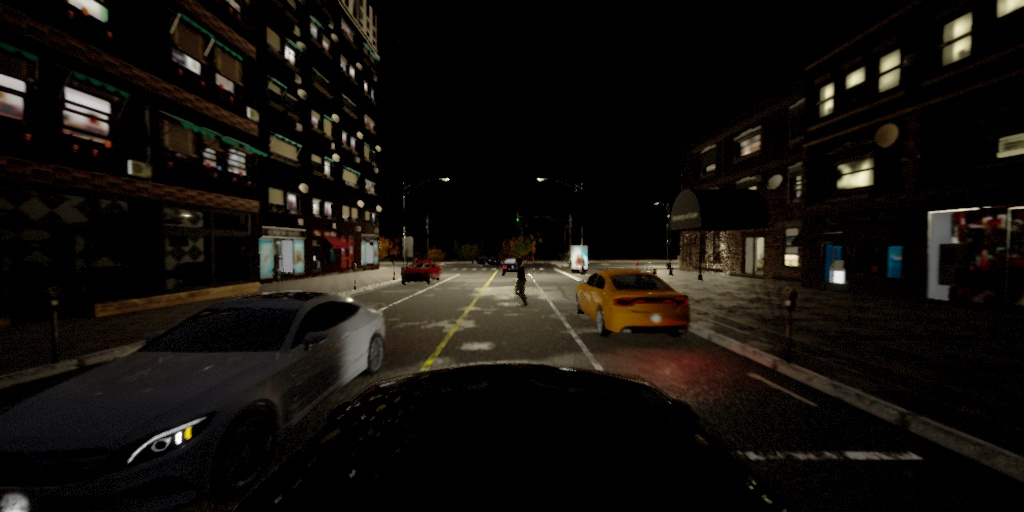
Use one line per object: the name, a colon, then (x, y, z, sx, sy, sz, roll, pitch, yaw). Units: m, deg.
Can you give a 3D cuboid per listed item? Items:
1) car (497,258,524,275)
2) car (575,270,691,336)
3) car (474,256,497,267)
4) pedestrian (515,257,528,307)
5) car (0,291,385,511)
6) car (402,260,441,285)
car: (0.068, 0.872, 31.175, 2.033, 1.411, 5.357, 0, 1, 0)
car: (2.998, 1.110, 9.932, 1.882, 1.535, 5.008, 0, 1, 0)
car: (-3.344, 0.649, 47.457, 1.994, 1.385, 4.181, -1, 1, -36)
pedestrian: (0.330, 0.886, 12.782, 0.375, 1.860, 0.375, -1, 2, -3)
car: (-3.100, 1.235, 4.562, 1.812, 1.442, 4.674, 0, 1, 0)
car: (-5.696, 0.988, 22.955, 1.888, 1.381, 4.507, 0, 0, 0)
